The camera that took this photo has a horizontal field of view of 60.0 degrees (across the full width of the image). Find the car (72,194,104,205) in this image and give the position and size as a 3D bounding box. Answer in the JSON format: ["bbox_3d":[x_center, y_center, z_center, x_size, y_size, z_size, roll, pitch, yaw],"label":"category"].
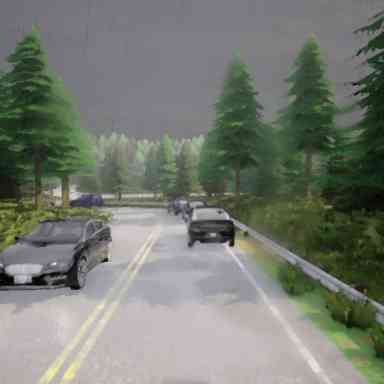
[{"bbox_3d":[-15.341,1.366,48.563,5.566,2.045,2.150,-2,3,33],"label":"car"}]

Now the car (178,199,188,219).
[{"bbox_3d":[0.300,1.377,25.042,1.882,1.535,5.008,-1,1,-6],"label":"car"}]

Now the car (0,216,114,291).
[{"bbox_3d":[-3.445,1.468,9.091,2.128,1.511,4.902,0,0,-2],"label":"car"}]

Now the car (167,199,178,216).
[{"bbox_3d":[-1.054,1.378,31.409,1.812,1.442,4.674,-2,1,-17],"label":"car"}]

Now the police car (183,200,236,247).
[{"bbox_3d":[0.711,1.372,14.927,1.930,1.638,5.238,0,0,-2],"label":"police car"}]
